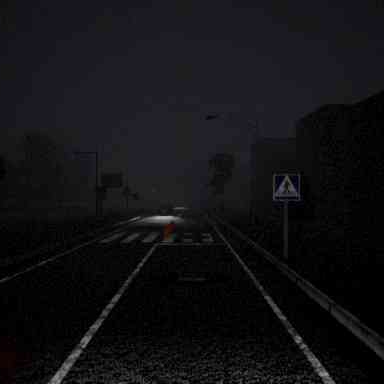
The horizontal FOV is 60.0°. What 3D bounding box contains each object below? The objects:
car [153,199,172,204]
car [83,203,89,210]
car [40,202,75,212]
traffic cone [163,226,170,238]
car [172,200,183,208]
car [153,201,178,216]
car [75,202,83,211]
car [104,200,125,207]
[{"bbox_3d":[-8.646,3.324,94.265,4.892,1.521,2.231,0,-1,0],"label":"car"},{"bbox_3d":[-21.849,2.551,59.917,5.008,1.535,2.097,0,-1,0],"label":"car"},{"bbox_3d":[-21.862,2.448,53.368,4.674,1.452,2.002,0,-1,0],"label":"car"},{"bbox_3d":[-1.369,2.138,17.774,0.340,0.580,0.340,0,-1,0],"label":"traffic cone"},{"bbox_3d":[-3.087,3.060,81.421,2.128,1.511,4.902,0,-1,0],"label":"car"},{"bbox_3d":[-3.284,2.216,42.478,2.128,1.511,4.902,0,-1,0],"label":"car"},{"bbox_3d":[-21.849,2.481,56.644,4.892,1.521,2.231,0,-1,0],"label":"car"},{"bbox_3d":[-21.735,3.252,91.543,5.008,1.535,2.097,0,-1,0],"label":"car"}]
